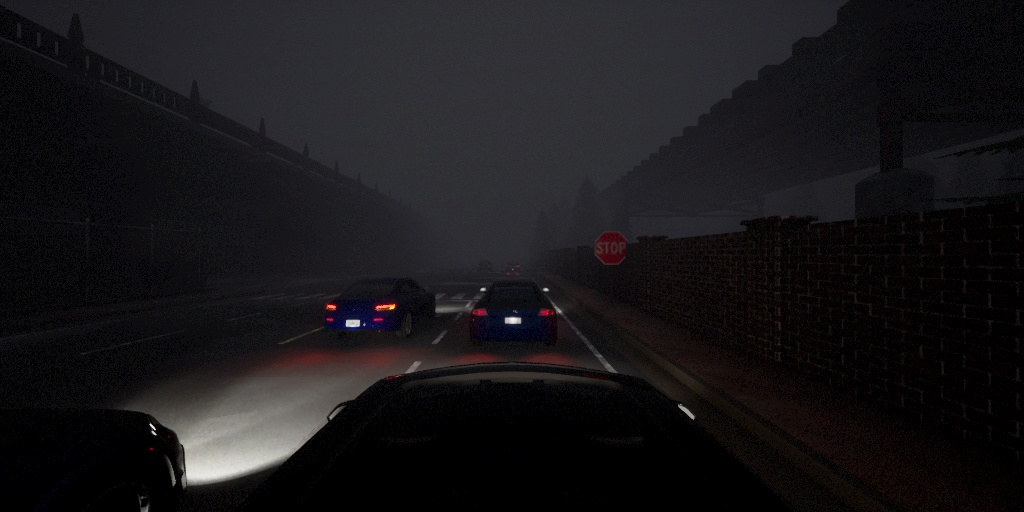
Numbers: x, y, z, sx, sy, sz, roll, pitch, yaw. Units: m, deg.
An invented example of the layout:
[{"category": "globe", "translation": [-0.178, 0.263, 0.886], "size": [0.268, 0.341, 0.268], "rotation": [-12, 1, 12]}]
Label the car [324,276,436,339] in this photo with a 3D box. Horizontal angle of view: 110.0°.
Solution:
[{"category": "car", "translation": [-3.420, 1.276, 9.993], "size": [1.812, 1.442, 4.674], "rotation": [0, 0, 0]}]

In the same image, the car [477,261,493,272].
[{"category": "car", "translation": [-3.430, 1.297, 46.041], "size": [2.033, 1.411, 5.357], "rotation": [0, 0, -1]}]

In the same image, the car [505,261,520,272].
[{"category": "car", "translation": [0.064, 1.351, 46.245], "size": [1.895, 1.301, 4.718], "rotation": [0, 0, -1]}]

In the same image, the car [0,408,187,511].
[{"category": "car", "translation": [-3.399, 1.314, 0.897], "size": [1.994, 1.385, 4.181], "rotation": [0, 0, 0]}]

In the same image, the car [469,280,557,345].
[{"category": "car", "translation": [0.062, 1.314, 9.473], "size": [1.994, 1.385, 4.181], "rotation": [0, 0, 1]}]
